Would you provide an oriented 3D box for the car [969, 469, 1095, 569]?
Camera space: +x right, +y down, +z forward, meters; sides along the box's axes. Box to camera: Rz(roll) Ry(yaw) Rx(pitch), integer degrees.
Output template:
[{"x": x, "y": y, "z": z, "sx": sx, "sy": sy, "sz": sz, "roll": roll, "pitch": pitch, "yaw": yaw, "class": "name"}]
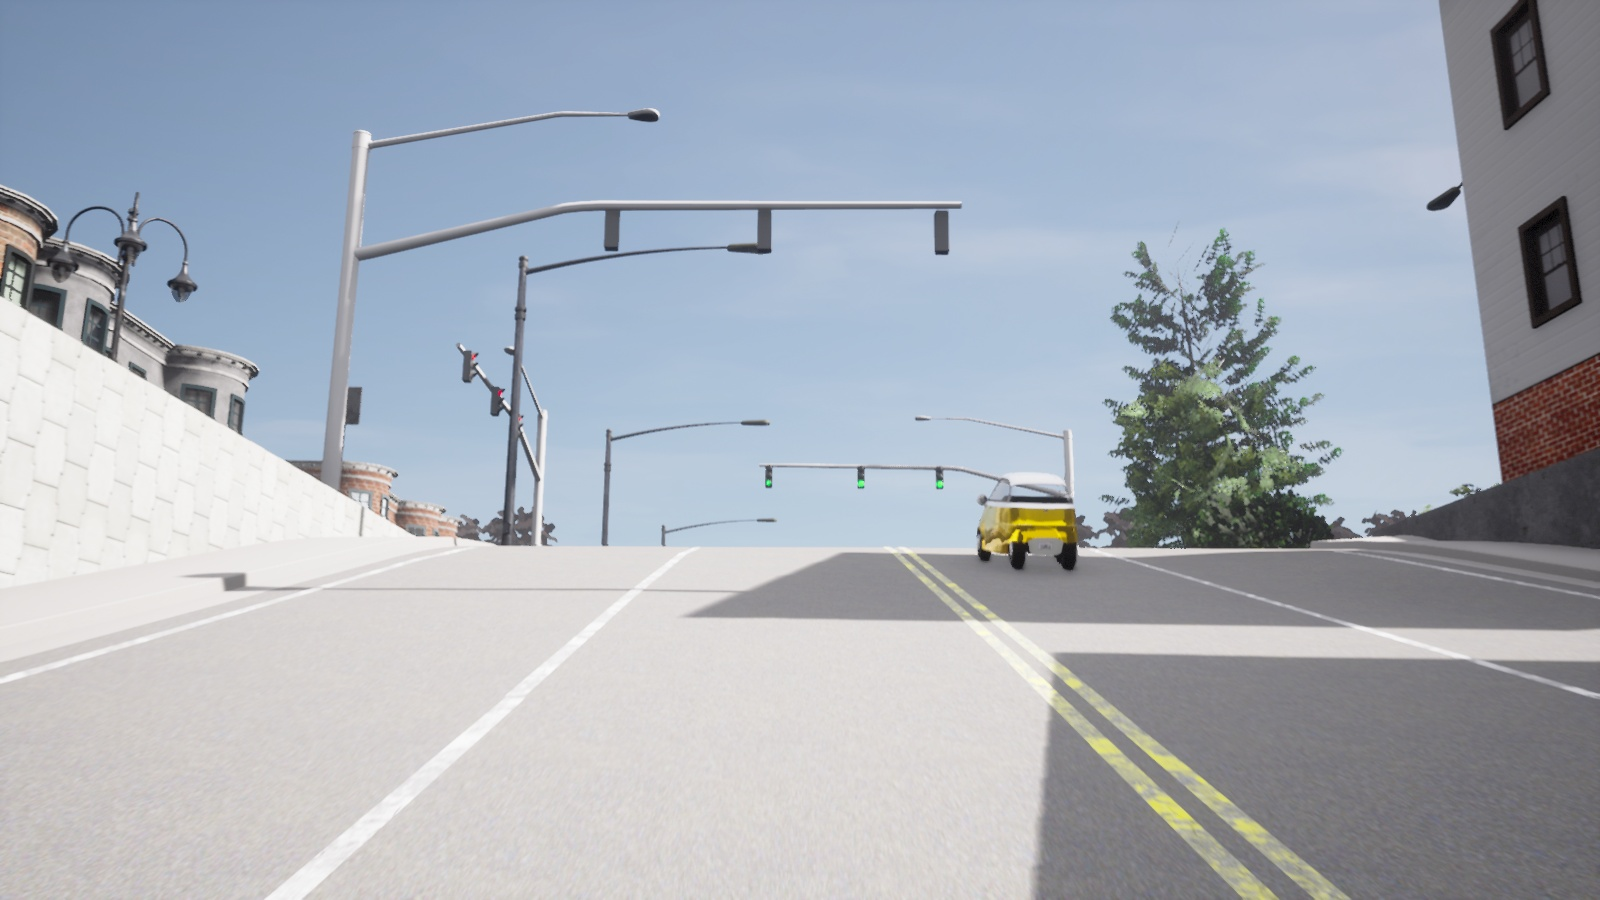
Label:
[{"x": 3.458, "y": 0.999, "z": 19.036, "sx": 1.481, "sy": 1.376, "sz": 2.207, "roll": 1, "pitch": 0, "yaw": 0, "class": "car"}]
